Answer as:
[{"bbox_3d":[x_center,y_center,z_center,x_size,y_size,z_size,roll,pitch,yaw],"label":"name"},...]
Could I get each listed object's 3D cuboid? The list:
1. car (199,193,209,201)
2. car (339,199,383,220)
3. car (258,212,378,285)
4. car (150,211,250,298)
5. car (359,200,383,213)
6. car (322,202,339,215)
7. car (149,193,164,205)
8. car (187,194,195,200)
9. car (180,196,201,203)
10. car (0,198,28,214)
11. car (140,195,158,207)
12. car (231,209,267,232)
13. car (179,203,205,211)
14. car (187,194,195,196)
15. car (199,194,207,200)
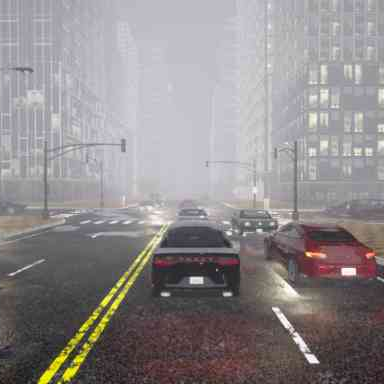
[{"bbox_3d":[3.015,1.143,79.993,2.150,2.045,5.566,0,0,0],"label":"car"},{"bbox_3d":[16.115,1.519,29.213,5.009,1.841,2.192,1,0,1],"label":"car"},{"bbox_3d":[3.323,1.521,9.355,1.812,1.442,4.674,0,0,0],"label":"car"},{"bbox_3d":[0.071,1.474,8.591,1.882,1.535,5.008,0,0,0],"label":"car"},{"bbox_3d":[21.699,1.643,37.516,4.829,1.417,1.752,1,0,1],"label":"car"},{"bbox_3d":[16.196,1.637,35.002,4.674,1.442,1.812,1,1,1],"label":"car"},{"bbox_3d":[-6.752,1.175,59.720,2.150,2.045,5.566,0,0,0],"label":"car"},{"bbox_3d":[-0.266,1.267,90.372,2.128,1.511,4.902,0,0,0],"label":"car"},{"bbox_3d":[-0.441,1.521,42.989,1.994,1.385,4.181,0,-1,9],"label":"car"},{"bbox_3d":[-18.492,1.357,32.267,4.892,1.490,1.837,1,1,1],"label":"car"},{"bbox_3d":[-6.740,1.528,50.687,1.994,1.385,4.181,0,0,0],"label":"car"},{"bbox_3d":[3.296,1.591,18.474,1.895,1.301,4.718,0,0,0],"label":"car"},{"bbox_3d":[0.044,1.538,18.412,2.033,1.411,5.357,0,0,0],"label":"car"},{"bbox_3d":[-0.235,1.396,79.955,1.882,1.535,5.008,0,0,0],"label":"car"},{"bbox_3d":[2.984,1.267,90.381,2.128,1.511,4.902,0,0,0],"label":"car"}]
